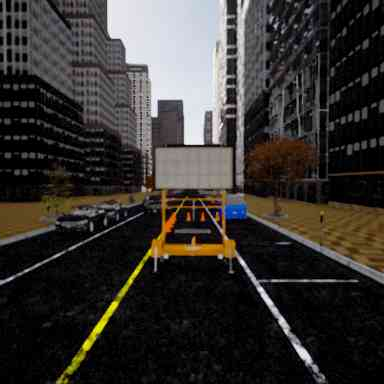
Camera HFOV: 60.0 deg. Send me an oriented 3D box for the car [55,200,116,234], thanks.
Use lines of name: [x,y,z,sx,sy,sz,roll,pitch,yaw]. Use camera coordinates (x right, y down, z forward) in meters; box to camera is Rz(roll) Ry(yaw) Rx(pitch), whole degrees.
car: [-5.671,1.340,17.437,2.008,1.369,4.403,-1,1,0]

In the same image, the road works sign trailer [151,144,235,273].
road works sign trailer: [0.055,0.339,10.208,2.380,3.560,2.880,0,1,1]

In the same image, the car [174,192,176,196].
car: [-5.558,0.576,84.932,1.887,1.381,4.507,-1,1,0]

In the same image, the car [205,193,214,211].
car: [2.735,1.033,34.295,1.967,1.590,4.097,-1,1,0]

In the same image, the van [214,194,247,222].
van: [2.714,1.065,23.045,1.690,1.788,3.998,-1,1,0]

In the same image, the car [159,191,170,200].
car: [-5.588,0.654,68.057,1.967,1.590,4.097,-1,1,0]

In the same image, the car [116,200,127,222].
car: [-5.662,1.273,23.061,2.008,1.369,4.403,-1,1,0]

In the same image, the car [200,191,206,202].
car: [2.775,0.862,56.965,1.752,1.417,4.829,-1,1,0]

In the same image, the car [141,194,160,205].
car: [-5.624,1.015,45.559,2.008,1.369,4.403,-1,1,0]

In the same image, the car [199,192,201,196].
car: [2.795,0.781,68.044,1.947,1.339,4.313,-1,1,0]

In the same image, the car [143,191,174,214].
car: [-3.046,0.997,29.744,2.097,1.767,4.553,0,1,0]
